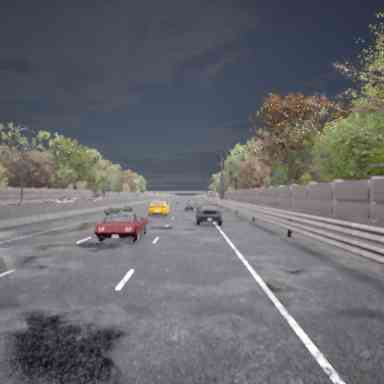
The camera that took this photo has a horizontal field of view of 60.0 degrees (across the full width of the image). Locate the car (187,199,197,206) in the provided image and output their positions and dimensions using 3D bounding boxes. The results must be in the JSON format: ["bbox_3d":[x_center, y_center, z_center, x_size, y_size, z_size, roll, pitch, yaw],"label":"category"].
[{"bbox_3d":[-0.005,1.983,64.416,1.994,1.385,4.181,0,0,0],"label":"car"}]

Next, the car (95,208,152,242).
[{"bbox_3d":[-3.398,1.695,16.986,1.895,1.301,4.718,0,0,0],"label":"car"}]

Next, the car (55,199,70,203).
[{"bbox_3d":[-24.506,2.009,63.660,1.895,1.301,4.718,0,0,0],"label":"car"}]

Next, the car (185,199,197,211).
[{"bbox_3d":[0.009,1.838,46.123,2.033,1.411,5.357,0,0,0],"label":"car"}]

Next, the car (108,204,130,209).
[{"bbox_3d":[-6.899,1.795,32.025,1.895,1.301,4.718,0,0,0],"label":"car"}]

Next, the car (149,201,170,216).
[{"bbox_3d":[-3.401,1.693,35.068,1.882,1.535,5.008,0,0,0],"label":"car"}]

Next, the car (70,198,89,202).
[{"bbox_3d":[-21.012,1.922,63.785,2.128,1.511,4.902,0,0,0],"label":"car"}]

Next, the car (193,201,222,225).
[{"bbox_3d":[1.223,1.654,25.154,1.837,1.490,4.892,0,0,0],"label":"car"}]

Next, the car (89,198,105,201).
[{"bbox_3d":[-17.515,1.937,63.513,1.812,1.442,4.674,0,0,0],"label":"car"}]
